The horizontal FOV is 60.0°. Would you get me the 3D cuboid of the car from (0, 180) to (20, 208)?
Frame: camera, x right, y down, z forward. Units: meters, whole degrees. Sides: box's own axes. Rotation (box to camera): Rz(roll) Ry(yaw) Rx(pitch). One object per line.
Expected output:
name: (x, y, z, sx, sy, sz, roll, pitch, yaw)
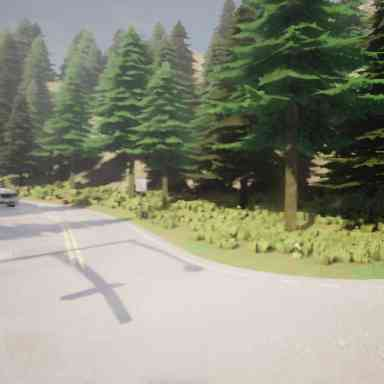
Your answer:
car: (-15.032, 0.000, 24.447, 5.566, 2.045, 2.150, 6, 3, 32)
